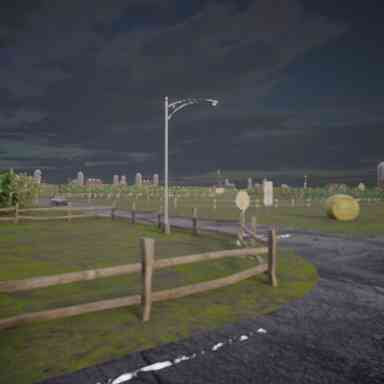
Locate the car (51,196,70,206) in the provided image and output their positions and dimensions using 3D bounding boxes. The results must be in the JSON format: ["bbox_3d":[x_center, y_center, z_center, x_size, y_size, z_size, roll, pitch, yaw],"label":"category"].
[{"bbox_3d":[-19.566,1.333,49.386,1.994,1.385,4.181,0,1,-36],"label":"car"}]

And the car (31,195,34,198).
[{"bbox_3d":[-40.667,0.934,82.984,1.837,1.490,4.892,0,1,-36],"label":"car"}]
